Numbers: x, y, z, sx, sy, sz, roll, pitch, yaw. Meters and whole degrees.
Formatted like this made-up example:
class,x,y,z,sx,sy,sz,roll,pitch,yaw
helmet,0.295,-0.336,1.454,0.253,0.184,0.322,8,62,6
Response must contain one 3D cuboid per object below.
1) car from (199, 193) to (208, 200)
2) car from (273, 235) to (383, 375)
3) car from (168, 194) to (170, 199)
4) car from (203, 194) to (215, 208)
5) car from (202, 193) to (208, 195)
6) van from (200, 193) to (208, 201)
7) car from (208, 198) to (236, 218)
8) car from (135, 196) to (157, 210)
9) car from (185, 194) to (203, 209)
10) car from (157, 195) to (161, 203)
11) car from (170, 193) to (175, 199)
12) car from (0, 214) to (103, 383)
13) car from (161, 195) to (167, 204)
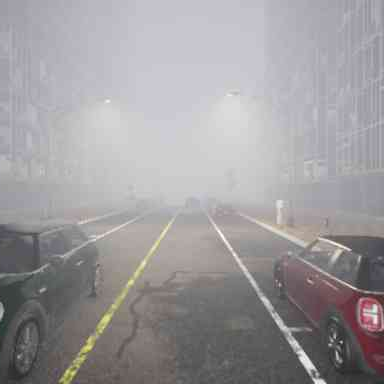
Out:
class,x,y,z,sx,sy,sz,roll,pitch,yaw
car,2.692,1.103,79.581,1.967,1.590,4.097,0,0,0
car,2.691,1.421,5.581,1.967,1.590,4.097,0,0,0
car,-5.690,1.314,62.514,1.947,1.339,4.313,0,0,0
car,2.691,1.392,45.429,1.947,1.339,4.313,0,0,0
car,2.691,1.341,56.813,1.947,1.339,4.313,0,0,0
van,2.692,1.033,73.890,1.690,1.788,3.998,0,0,0
car,2.691,1.444,28.352,1.887,1.381,4.507,0,0,0
car,-5.689,1.396,39.743,1.887,1.381,4.507,0,0,0
car,0.098,1.320,41.746,1.882,1.535,5.008,0,0,0
car,-5.690,1.408,45.436,1.802,1.307,4.206,0,0,0
car,-5.690,1.128,90.806,1.752,1.417,4.829,0,0,0
car,-3.001,1.334,5.403,2.097,1.767,4.553,0,0,0
car,-5.689,1.319,56.821,1.887,1.381,4.507,0,0,0
